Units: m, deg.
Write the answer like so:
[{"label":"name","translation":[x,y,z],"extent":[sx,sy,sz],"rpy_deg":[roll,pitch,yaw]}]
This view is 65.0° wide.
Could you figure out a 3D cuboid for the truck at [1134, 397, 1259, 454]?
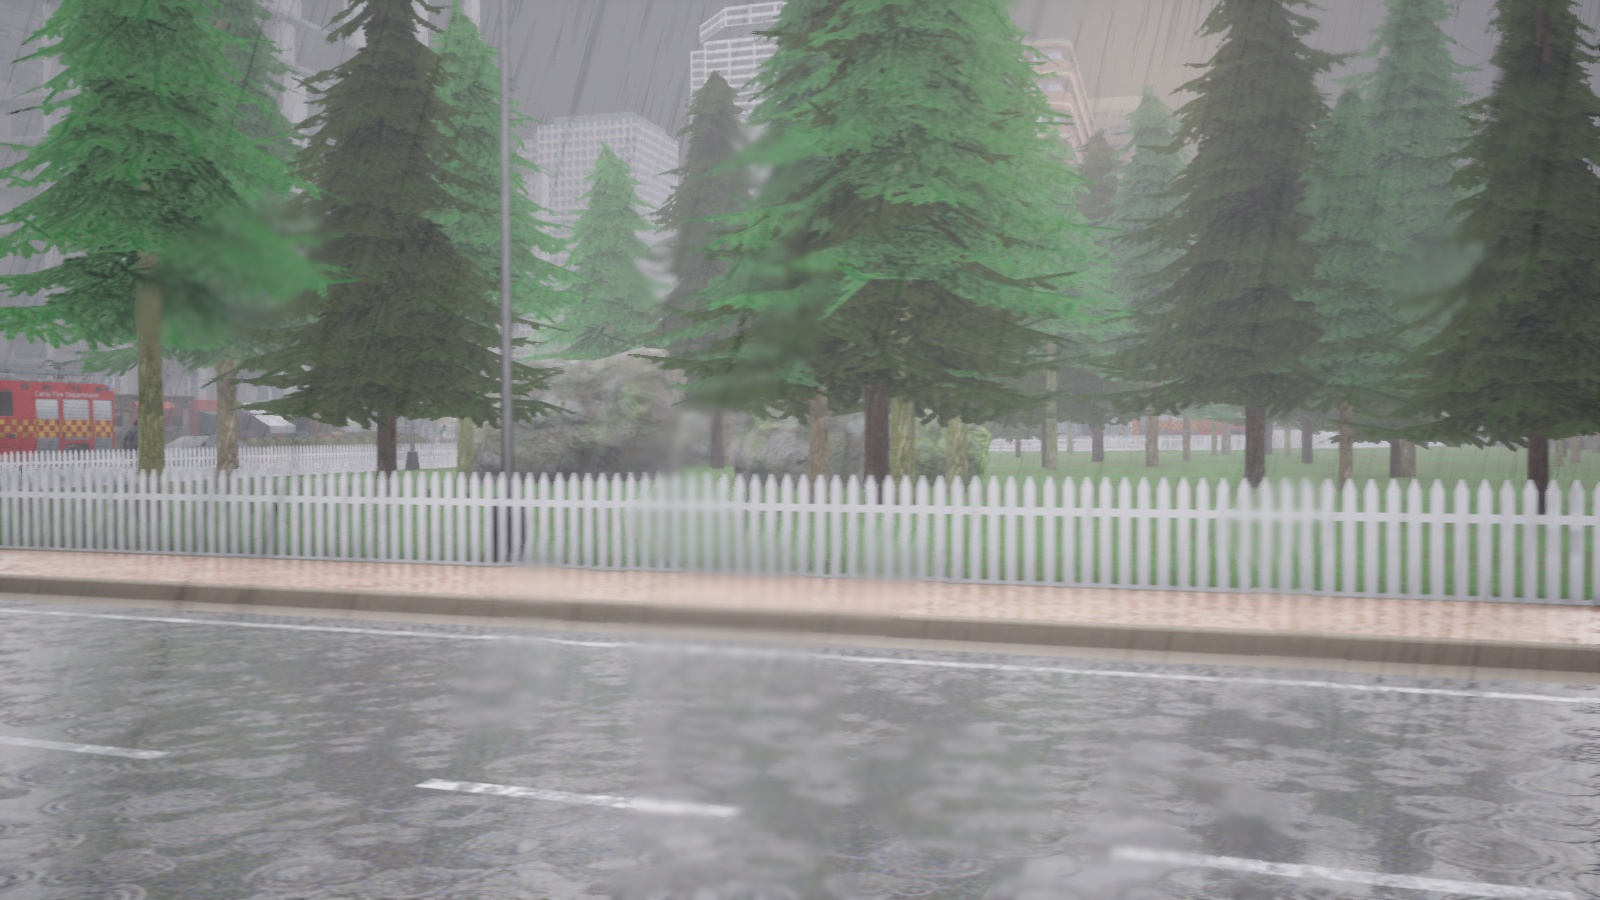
[{"label":"truck","translation":[27.954,-1.707,88.567],"extent":[8.468,3.827,2.891],"rpy_deg":[0,1,-22]}]

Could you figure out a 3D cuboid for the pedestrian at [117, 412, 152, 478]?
[{"label":"pedestrian","translation":[-18.876,-0.157,35.648],"extent":[0.540,1.848,0.694],"rpy_deg":[0,1,17]}]

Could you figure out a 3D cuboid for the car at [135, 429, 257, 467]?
[{"label":"car","translation":[-25.239,-0.112,52.686],"extent":[2.163,1.488,4.792],"rpy_deg":[0,1,11]}]

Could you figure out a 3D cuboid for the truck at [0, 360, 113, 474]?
[{"label":"truck","translation":[-28.122,-1.132,42.947],"extent":[2.891,3.827,8.468],"rpy_deg":[0,1,17]}]

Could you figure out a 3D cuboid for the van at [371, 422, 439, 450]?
[{"label":"van","translation":[-28.466,-1.034,90.591],"extent":[4.442,1.987,1.775],"rpy_deg":[0,1,17]}]
